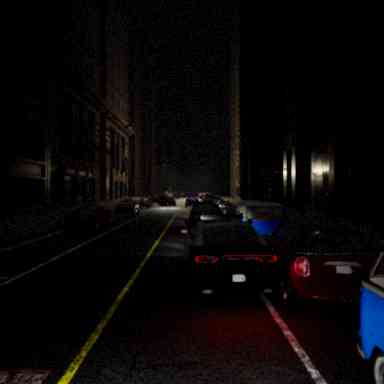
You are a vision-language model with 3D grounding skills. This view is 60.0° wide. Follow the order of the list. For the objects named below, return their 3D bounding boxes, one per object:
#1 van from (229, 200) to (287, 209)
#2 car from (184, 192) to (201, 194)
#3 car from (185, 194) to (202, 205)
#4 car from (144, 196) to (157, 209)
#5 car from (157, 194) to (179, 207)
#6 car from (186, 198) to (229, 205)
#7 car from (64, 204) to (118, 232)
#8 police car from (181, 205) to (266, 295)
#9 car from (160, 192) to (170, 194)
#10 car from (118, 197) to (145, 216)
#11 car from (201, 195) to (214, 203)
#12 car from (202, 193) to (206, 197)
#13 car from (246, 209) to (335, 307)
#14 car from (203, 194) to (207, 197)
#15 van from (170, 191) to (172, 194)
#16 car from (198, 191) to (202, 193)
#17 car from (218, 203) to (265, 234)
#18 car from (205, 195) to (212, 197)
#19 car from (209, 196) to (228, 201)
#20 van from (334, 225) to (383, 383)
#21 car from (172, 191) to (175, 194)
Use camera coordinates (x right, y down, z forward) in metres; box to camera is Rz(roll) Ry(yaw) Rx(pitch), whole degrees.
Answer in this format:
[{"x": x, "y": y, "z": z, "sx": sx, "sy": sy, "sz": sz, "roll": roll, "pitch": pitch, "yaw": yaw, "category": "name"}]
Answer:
[{"x": 2.684, "y": 1.255, "z": 13.462, "sx": 1.690, "sy": 1.788, "sz": 3.998, "roll": 1, "pitch": 0, "yaw": 0, "category": "van"}, {"x": 0.027, "y": 1.155, "z": 57.156, "sx": 2.033, "sy": 1.411, "sz": 5.357, "roll": 0, "pitch": 0, "yaw": 0, "category": "car"}, {"x": 0.043, "y": 1.304, "z": 44.359, "sx": 1.895, "sy": 1.301, "sz": 4.718, "roll": 0, "pitch": 0, "yaw": 1, "category": "car"}, {"x": -5.831, "y": 1.250, "z": 41.414, "sx": 1.752, "sy": 1.417, "sz": 4.829, "roll": 1, "pitch": 0, "yaw": 0, "category": "car"}, {"x": -3.071, "y": 1.273, "z": 43.532, "sx": 1.994, "sy": 1.385, "sz": 4.181, "roll": 0, "pitch": 0, "yaw": 0, "category": "car"}, {"x": 0.750, "y": 1.358, "z": 18.672, "sx": 1.882, "sy": 1.535, "sz": 5.008, "roll": 0, "pitch": 0, "yaw": 0, "category": "car"}, {"x": -5.841, "y": 1.422, "z": 19.087, "sx": 1.887, "sy": 1.381, "sz": 4.507, "roll": 1, "pitch": 0, "yaw": 0, "category": "car"}, {"x": 0.757, "y": 1.370, "z": 8.744, "sx": 1.930, "sy": 1.638, "sz": 5.238, "roll": 0, "pitch": 0, "yaw": -3, "category": "police car"}, {"x": -5.819, "y": 0.995, "z": 64.081, "sx": 1.967, "sy": 1.590, "sz": 4.097, "roll": 1, "pitch": 0, "yaw": 0, "category": "car"}, {"x": -5.836, "y": 1.353, "z": 30.335, "sx": 2.008, "sy": 1.369, "sz": 4.403, "roll": 1, "pitch": 0, "yaw": 0, "category": "car"}, {"x": 2.702, "y": 1.164, "z": 58.460, "sx": 1.947, "sy": 1.339, "sz": 4.313, "roll": 1, "pitch": 0, "yaw": 0, "category": "car"}, {"x": 2.698, "y": 1.227, "z": 47.210, "sx": 1.887, "sy": 1.381, "sz": 4.507, "roll": 1, "pitch": 0, "yaw": 0, "category": "car"}, {"x": 2.680, "y": 1.390, "z": 7.837, "sx": 1.967, "sy": 1.590, "sz": 4.097, "roll": 1, "pitch": 0, "yaw": 0, "category": "car"}, {"x": 2.695, "y": 1.267, "z": 41.585, "sx": 1.887, "sy": 1.381, "sz": 4.507, "roll": 1, "pitch": 0, "yaw": 0, "category": "car"}, {"x": -5.815, "y": 0.852, "z": 69.704, "sx": 1.690, "sy": 1.788, "sz": 3.998, "roll": 1, "pitch": 0, "yaw": 0, "category": "van"}, {"x": 2.711, "y": 1.011, "z": 75.333, "sx": 1.887, "sy": 1.381, "sz": 4.507, "roll": 1, "pitch": 0, "yaw": 0, "category": "car"}, {"x": 2.684, "y": 1.428, "z": 19.088, "sx": 2.008, "sy": 1.369, "sz": 4.403, "roll": 1, "pitch": 0, "yaw": 0, "category": "car"}, {"x": 2.692, "y": 1.307, "z": 35.961, "sx": 1.887, "sy": 1.381, "sz": 4.507, "roll": 1, "pitch": 0, "yaw": 0, "category": "car"}, {"x": 2.689, "y": 1.352, "z": 30.337, "sx": 2.008, "sy": 1.369, "sz": 4.403, "roll": 1, "pitch": 0, "yaw": 0, "category": "car"}, {"x": 2.678, "y": 1.326, "z": 2.212, "sx": 1.690, "sy": 1.788, "sz": 3.998, "roll": 1, "pitch": 0, "yaw": 0, "category": "van"}, {"x": -5.813, "y": 0.988, "z": 80.955, "sx": 1.947, "sy": 1.339, "sz": 4.313, "roll": 1, "pitch": 0, "yaw": 0, "category": "car"}]
